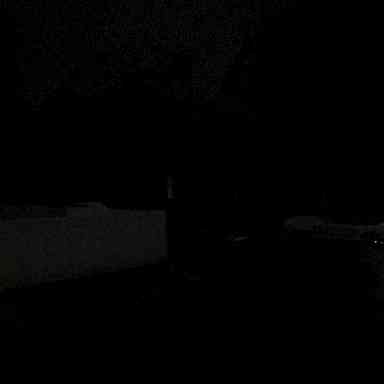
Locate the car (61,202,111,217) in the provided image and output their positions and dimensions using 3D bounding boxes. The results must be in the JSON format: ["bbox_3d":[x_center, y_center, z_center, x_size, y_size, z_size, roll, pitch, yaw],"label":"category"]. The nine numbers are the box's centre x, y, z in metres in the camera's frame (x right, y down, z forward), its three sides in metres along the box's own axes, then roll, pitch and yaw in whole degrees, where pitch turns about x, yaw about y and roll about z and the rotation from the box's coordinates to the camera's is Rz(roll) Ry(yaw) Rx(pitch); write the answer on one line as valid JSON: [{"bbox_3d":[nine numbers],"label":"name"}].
[{"bbox_3d":[-6.118,1.336,20.513,4.674,1.442,1.812,1,1,32],"label":"car"}]

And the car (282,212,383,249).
[{"bbox_3d":[6.436,1.542,14.521,4.718,1.301,1.895,1,1,37],"label":"car"}]
